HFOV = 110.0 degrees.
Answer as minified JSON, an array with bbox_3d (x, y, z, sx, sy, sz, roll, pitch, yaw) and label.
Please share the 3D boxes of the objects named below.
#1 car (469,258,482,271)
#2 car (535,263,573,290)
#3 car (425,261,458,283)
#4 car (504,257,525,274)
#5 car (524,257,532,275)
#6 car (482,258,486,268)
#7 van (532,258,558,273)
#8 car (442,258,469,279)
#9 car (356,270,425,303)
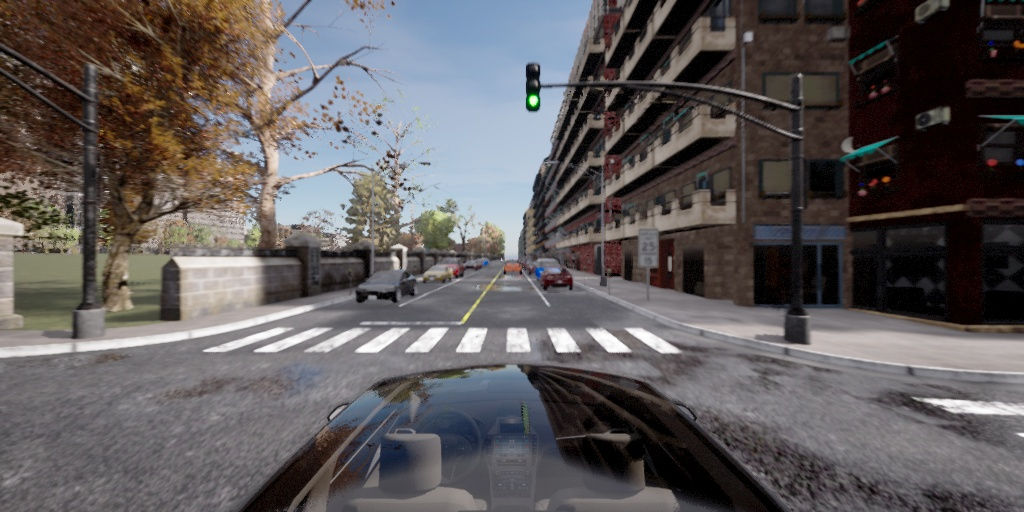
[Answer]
[{"bbox_3d":[-5.690,1.255,50.575,1.967,1.591,4.097,0,0,0],"label":"car"},{"bbox_3d":[2.691,1.315,22.424,1.888,1.381,4.507,0,0,0],"label":"car"},{"bbox_3d":[-5.689,1.302,27.885,1.751,1.417,4.829,0,0,0],"label":"car"},{"bbox_3d":[0.099,1.154,42.730,2.097,1.767,4.553,0,0,0],"label":"car"},{"bbox_3d":[2.691,1.234,39.315,1.967,1.591,4.097,0,0,0],"label":"car"},{"bbox_3d":[-5.689,1.266,56.205,1.967,1.591,4.097,0,0,0],"label":"car"},{"bbox_3d":[2.691,1.118,28.055,1.690,1.789,3.998,0,0,0],"label":"van"},{"bbox_3d":[-5.690,1.100,33.685,2.192,1.841,5.009,0,0,0],"label":"car"},{"bbox_3d":[-5.689,1.329,16.794,1.948,1.339,4.313,0,0,0],"label":"car"}]
